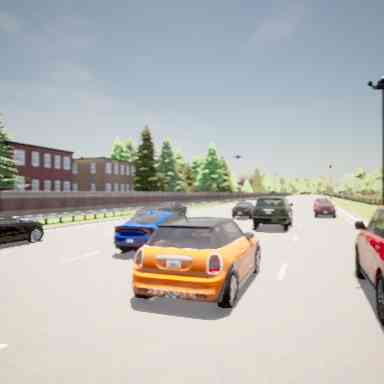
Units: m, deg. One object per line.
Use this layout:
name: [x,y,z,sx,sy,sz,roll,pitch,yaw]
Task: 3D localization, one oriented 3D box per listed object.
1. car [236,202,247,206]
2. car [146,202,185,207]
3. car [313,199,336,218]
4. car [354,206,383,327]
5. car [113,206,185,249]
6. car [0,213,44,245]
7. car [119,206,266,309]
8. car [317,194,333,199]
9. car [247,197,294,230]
car: [4.935,1.671,30.889,1.812,1.442,4.674,0,0,20]
car: [-2.136,1.634,21.782,1.837,1.490,4.892,0,-1,20]
car: [12.536,1.635,31.370,1.812,1.442,4.674,0,0,21]
car: [4.717,1.238,6.717,2.150,2.045,5.566,0,0,20]
car: [-1.302,1.561,13.895,1.882,1.535,5.008,0,0,20]
car: [-8.648,1.599,14.197,1.882,1.535,5.008,0,0,20]
car: [0.387,1.399,8.340,2.097,1.767,4.553,0,0,20]
car: [16.101,1.497,41.157,2.097,1.767,4.553,0,0,21]
car: [5.432,1.317,22.089,2.150,2.045,5.566,0,0,20]
